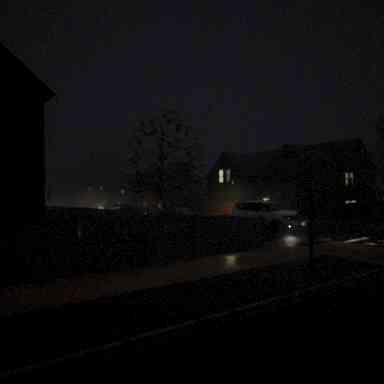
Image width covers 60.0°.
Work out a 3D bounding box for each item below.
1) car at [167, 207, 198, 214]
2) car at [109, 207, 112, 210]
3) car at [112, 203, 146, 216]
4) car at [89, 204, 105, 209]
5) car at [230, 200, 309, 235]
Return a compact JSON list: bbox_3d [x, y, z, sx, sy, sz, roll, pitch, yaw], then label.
[{"bbox_3d":[-0.910,2.070,29.230,1.812,1.442,4.674,-1,-1,-35],"label":"car"},{"bbox_3d":[-10.131,2.321,47.103,2.097,1.767,4.553,-1,-1,-35],"label":"car"},{"bbox_3d":[-6.899,2.292,37.619,1.837,1.490,4.892,-1,-1,-36],"label":"car"},{"bbox_3d":[-15.867,2.727,55.029,1.812,1.442,4.674,-1,-1,-36],"label":"car"},{"bbox_3d":[4.773,1.535,21.293,2.150,2.045,5.566,-1,-1,-35],"label":"car"}]
